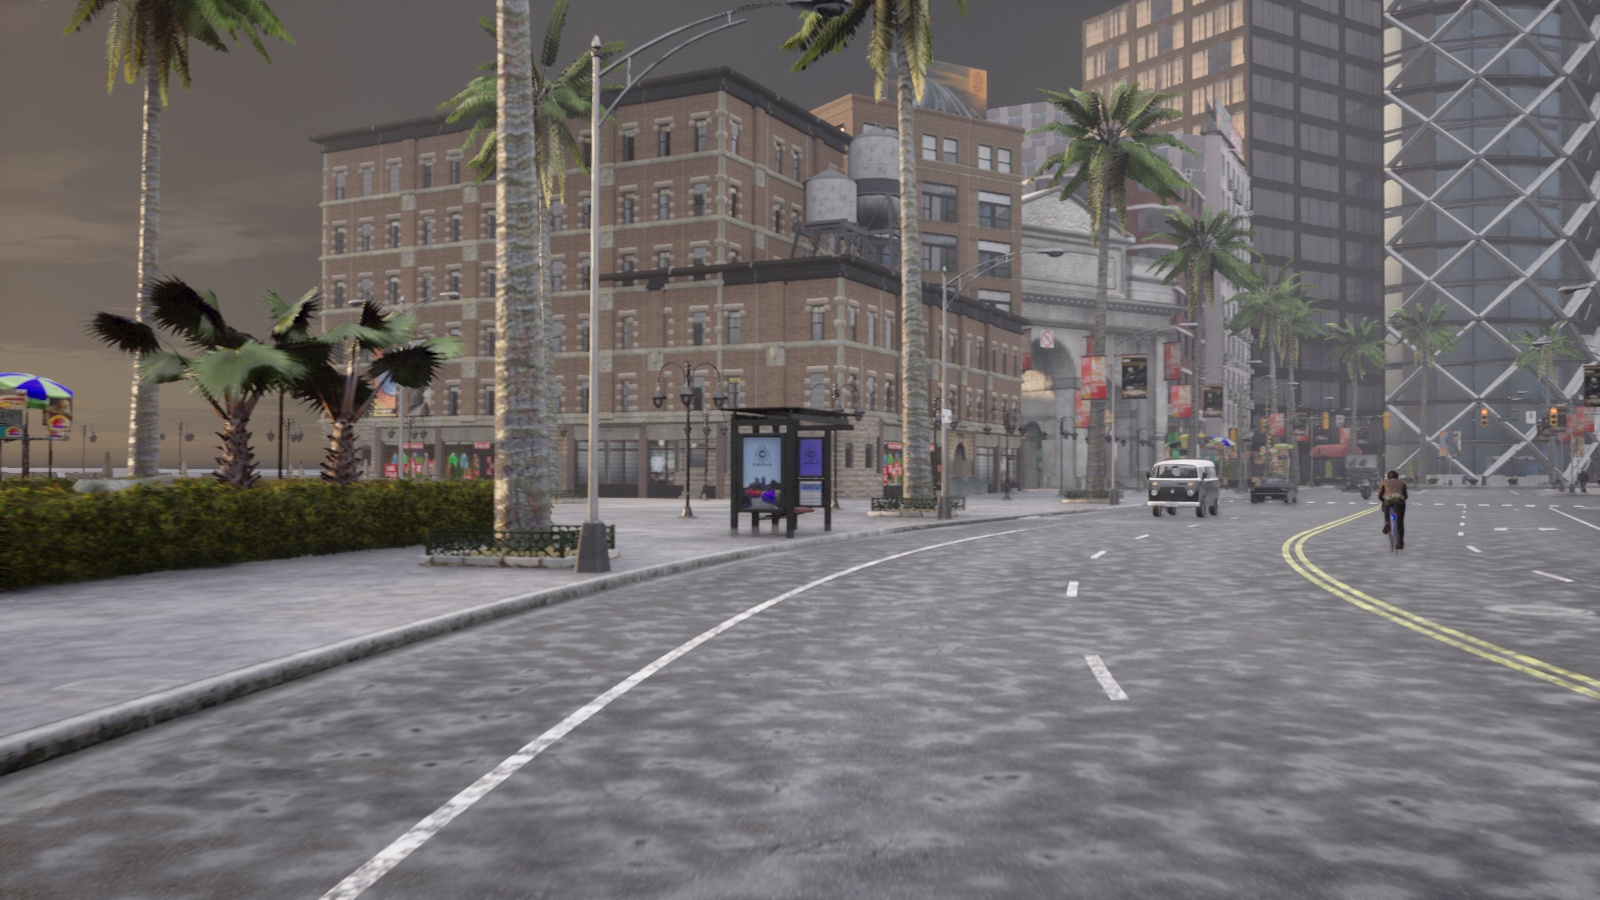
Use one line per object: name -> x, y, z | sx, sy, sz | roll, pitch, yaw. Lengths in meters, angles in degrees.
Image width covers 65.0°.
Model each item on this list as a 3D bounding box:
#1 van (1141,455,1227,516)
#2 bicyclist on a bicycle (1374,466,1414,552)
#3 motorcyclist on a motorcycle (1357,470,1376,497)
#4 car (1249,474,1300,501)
van -> 13.744, 1.238, 44.758 | 2.069, 2.038, 4.480 | -1, -1, 28
bicyclist on a bicycle -> 11.648, 1.138, 24.660 | 0.582, 1.620, 1.656 | 0, -1, 21
motorcyclist on a motorcycle -> 33.629, 1.975, 74.479 | 0.866, 1.530, 2.191 | -1, -1, 28
car -> 24.641, 1.916, 65.104 | 1.895, 1.301, 4.718 | -1, -1, 28
